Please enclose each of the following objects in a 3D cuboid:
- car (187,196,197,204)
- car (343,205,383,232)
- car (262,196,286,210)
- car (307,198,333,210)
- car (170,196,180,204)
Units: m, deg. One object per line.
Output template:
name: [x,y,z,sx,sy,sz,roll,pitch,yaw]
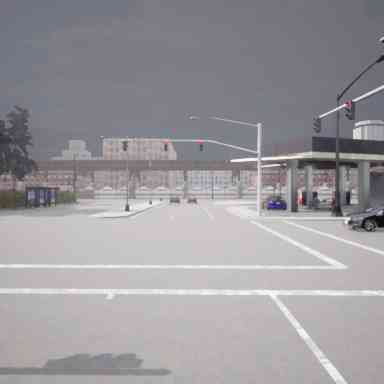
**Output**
car: [0.037,1.547,64.324,2.033,1.411,5.357,0,0,0]
car: [11.445,1.491,19.458,4.902,1.511,2.128,0,0,-1]
car: [9.733,1.295,39.643,2.242,1.667,4.611,0,0,0]
car: [15.478,1.456,40.402,1.970,1.475,3.806,0,0,0]
car: [-3.361,1.491,66.247,2.128,1.511,4.902,0,0,0]
